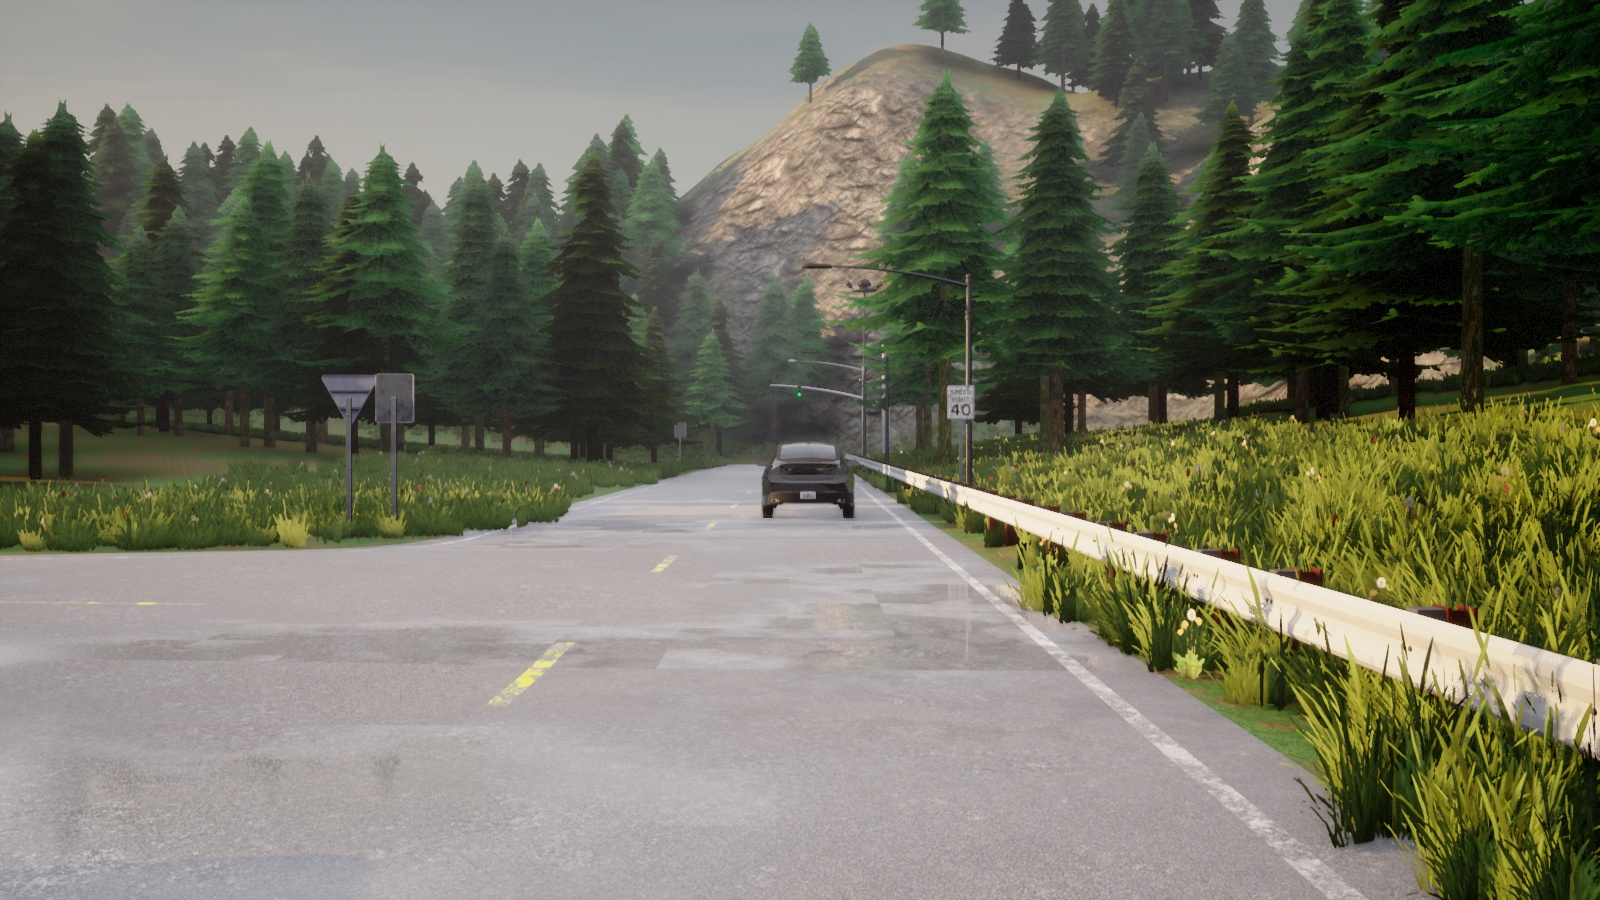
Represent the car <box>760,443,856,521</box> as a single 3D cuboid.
[{"bbox_3d":[0.169,0.595,26.599,1.837,1.490,4.892,0,0,0],"label":"car"}]
